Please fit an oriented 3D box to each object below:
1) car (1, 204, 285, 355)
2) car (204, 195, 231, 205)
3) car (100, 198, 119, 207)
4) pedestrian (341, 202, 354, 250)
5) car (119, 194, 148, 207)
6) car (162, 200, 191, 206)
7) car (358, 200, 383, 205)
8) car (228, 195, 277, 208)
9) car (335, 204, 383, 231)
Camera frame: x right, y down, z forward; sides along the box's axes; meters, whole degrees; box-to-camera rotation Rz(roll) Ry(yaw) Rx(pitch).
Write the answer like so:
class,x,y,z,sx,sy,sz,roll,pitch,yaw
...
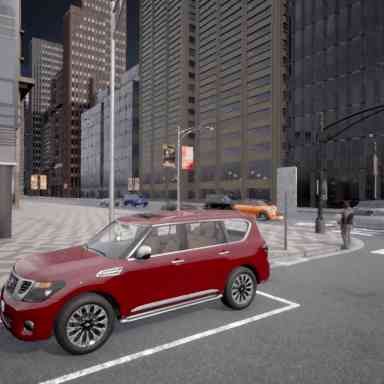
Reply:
class,x,y,z,sx,sy,sz,roll,pitch,yaw
car,-0.683,1.316,6.282,5.009,1.841,2.192,0,0,-36
car,3.546,1.305,35.266,2.150,2.045,5.566,1,0,-36
car,-13.282,1.685,53.223,1.812,1.442,4.674,1,-1,-35
pedestrian,6.008,1.297,12.910,0.375,1.860,0.375,1,0,-36
car,-9.037,1.395,52.853,2.150,2.045,5.566,1,-1,-35
car,-1.498,1.623,36.730,2.033,1.411,5.357,1,0,-34
car,13.397,1.381,22.733,4.553,1.767,2.097,0,-1,45
car,5.480,1.381,27.017,2.097,1.767,4.553,1,0,-36
car,10.539,1.590,18.717,1.895,1.301,4.718,0,0,-24
